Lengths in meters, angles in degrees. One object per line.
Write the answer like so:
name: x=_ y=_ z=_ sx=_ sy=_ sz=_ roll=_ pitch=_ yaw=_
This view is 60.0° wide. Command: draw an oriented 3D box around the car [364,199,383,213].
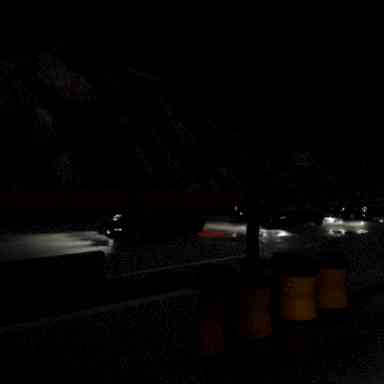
car: x=20.673 y=1.496 z=35.900 sx=4.718 sy=1.301 sz=1.895 roll=0 pitch=0 yaw=-38

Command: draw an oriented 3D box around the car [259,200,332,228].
car: x=6.766 y=1.475 z=21.634 sx=4.674 sy=1.442 sz=1.812 roll=0 pitch=0 yaw=-35

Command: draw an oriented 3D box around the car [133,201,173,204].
car: x=-2.852 y=1.327 z=19.135 sx=4.553 sy=1.767 sz=2.097 roll=0 pitch=0 yaw=-35

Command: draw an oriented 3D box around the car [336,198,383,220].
car: x=14.079 y=1.276 z=26.805 sx=4.553 sy=1.767 sz=2.097 roll=0 pitch=0 yaw=-35

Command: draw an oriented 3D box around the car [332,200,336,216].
car: x=13.498 y=1.445 z=30.690 sx=4.674 sy=1.442 sz=1.812 roll=0 pitch=0 yaw=-35

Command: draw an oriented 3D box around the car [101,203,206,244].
car: x=-1.617 y=1.482 z=15.716 sx=4.892 sy=1.490 sz=1.837 roll=0 pitch=0 yaw=-35

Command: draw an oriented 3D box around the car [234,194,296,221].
car: x=5.734 y=1.167 z=25.176 sx=5.566 sy=2.045 sz=2.150 roll=0 pitch=0 yaw=-35
